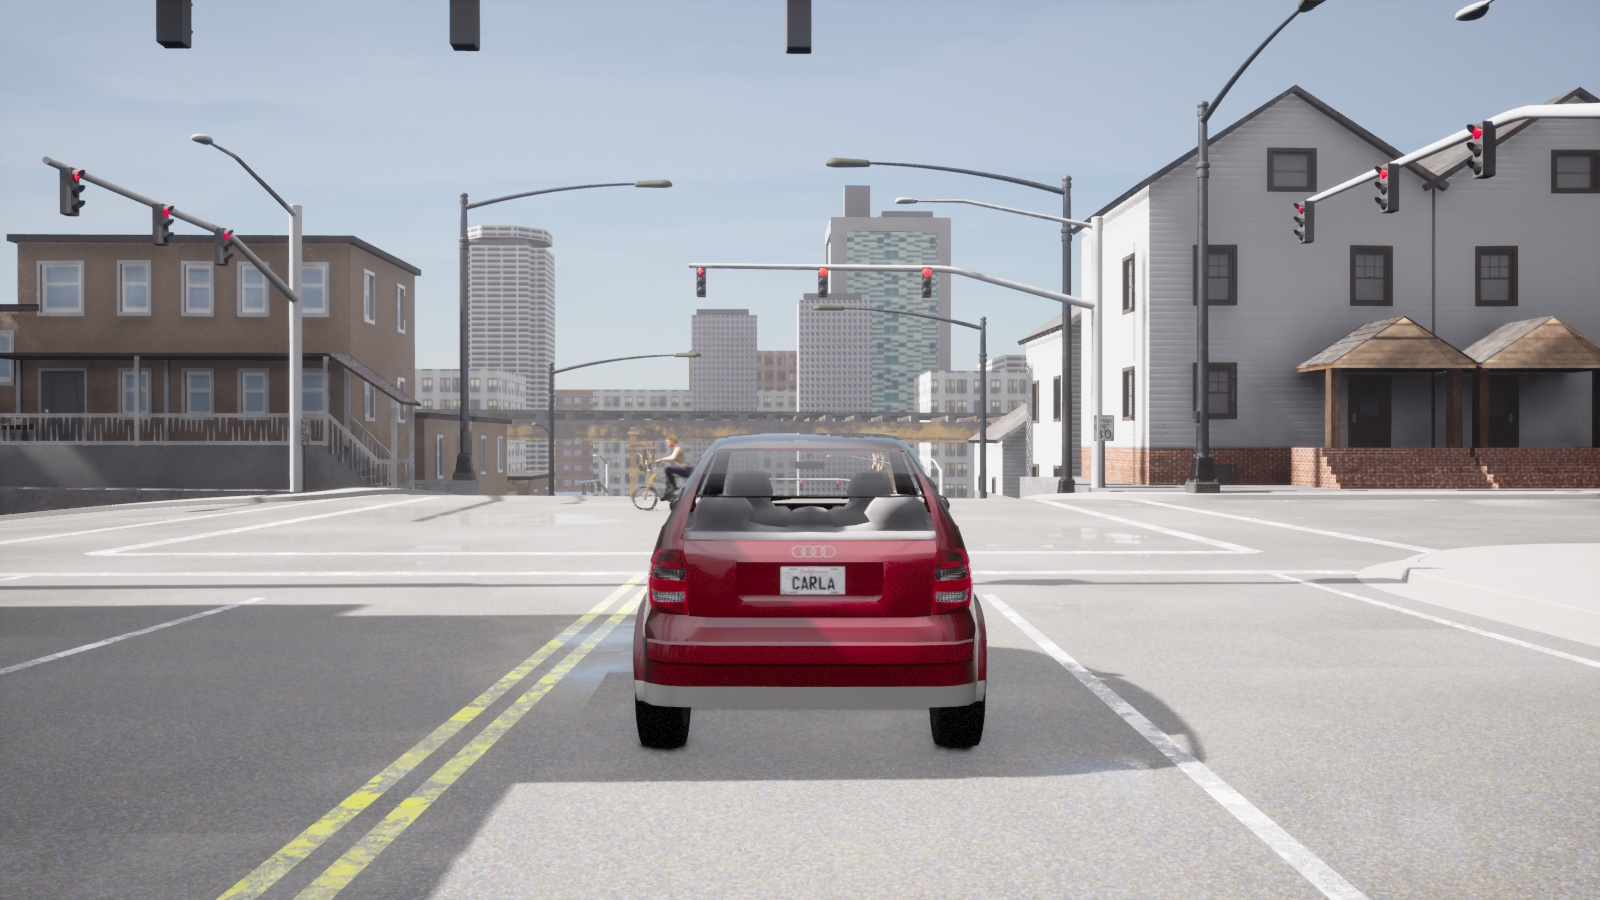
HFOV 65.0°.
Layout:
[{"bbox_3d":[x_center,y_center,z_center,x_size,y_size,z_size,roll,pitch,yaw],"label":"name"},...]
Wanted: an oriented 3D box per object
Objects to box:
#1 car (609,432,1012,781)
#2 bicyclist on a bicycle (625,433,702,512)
[{"bbox_3d":[0.056,0.683,7.431,1.789,1.549,3.705,0,0,0],"label":"car"},{"bbox_3d":[-2.853,0.471,26.296,1.509,1.612,0.866,1,0,0],"label":"bicyclist on a bicycle"}]
